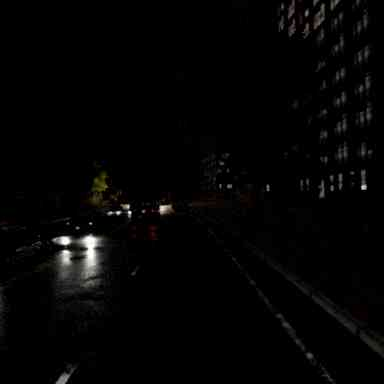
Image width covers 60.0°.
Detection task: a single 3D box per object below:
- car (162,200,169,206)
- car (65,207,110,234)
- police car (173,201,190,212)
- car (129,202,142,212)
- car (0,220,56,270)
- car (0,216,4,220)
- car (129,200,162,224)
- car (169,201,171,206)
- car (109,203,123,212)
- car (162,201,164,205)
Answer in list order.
[{"bbox_3d":[-6.400,2.765,85.003,1.994,1.385,4.181,-1,-1,-8],"label":"car"},{"bbox_3d":[-7.099,1.963,22.563,1.812,1.442,4.674,-1,-1,-3],"label":"car"},{"bbox_3d":[-1.417,2.178,50.437,1.930,1.638,5.238,-1,-1,-5],"label":"police car"},{"bbox_3d":[-9.535,2.485,56.235,1.837,1.490,4.892,-1,-1,-5],"label":"car"},{"bbox_3d":[-6.786,1.890,12.259,1.895,1.301,4.718,-1,-1,-2],"label":"car"},{"bbox_3d":[-10.120,1.736,14.876,2.097,1.767,4.553,-1,-1,-2],"label":"car"},{"bbox_3d":[-4.103,1.713,29.941,2.150,2.045,5.566,-1,-1,-3],"label":"car"},{"bbox_3d":[-3.027,2.555,66.391,1.812,1.442,4.674,-1,-1,-7],"label":"car"},{"bbox_3d":[-12.748,2.577,55.864,2.033,1.411,5.357,-1,-1,-5],"label":"car"},{"bbox_3d":[-4.916,2.237,42.402,2.033,1.411,5.357,-1,-1,-4],"label":"car"}]
